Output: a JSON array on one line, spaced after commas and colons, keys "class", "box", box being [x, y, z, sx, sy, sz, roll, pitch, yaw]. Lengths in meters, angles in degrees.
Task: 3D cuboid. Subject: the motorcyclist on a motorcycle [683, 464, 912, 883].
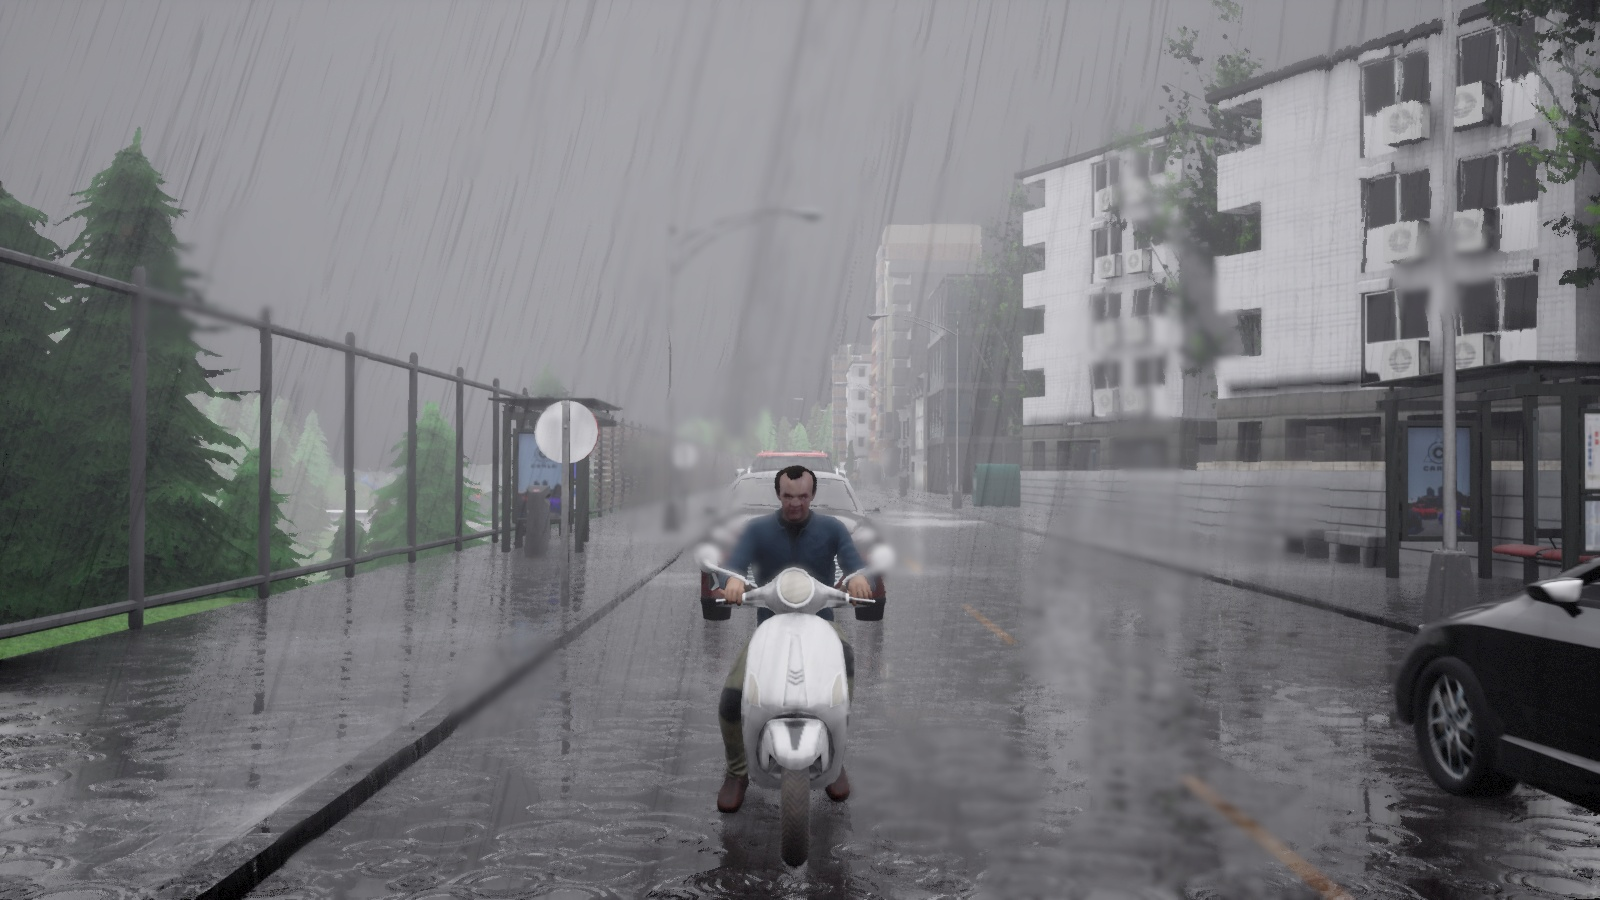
[{"class": "motorcyclist on a motorcycle", "box": [-0.014, 0.864, 5.695, 0.866, 1.590, 1.817, 0, -1, 0]}]

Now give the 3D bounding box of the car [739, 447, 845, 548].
[{"class": "car", "box": [-0.165, 1.007, 28.270, 2.150, 2.045, 5.566, 0, -1, 0]}]

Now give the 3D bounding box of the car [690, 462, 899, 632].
[{"class": "car", "box": [-0.070, 0.991, 14.704, 2.033, 1.649, 4.856, 0, -1, 0]}]

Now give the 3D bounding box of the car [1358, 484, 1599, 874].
[{"class": "car", "box": [3.990, 0.893, 4.803, 1.816, 1.474, 4.193, 0, -1, 0]}]
